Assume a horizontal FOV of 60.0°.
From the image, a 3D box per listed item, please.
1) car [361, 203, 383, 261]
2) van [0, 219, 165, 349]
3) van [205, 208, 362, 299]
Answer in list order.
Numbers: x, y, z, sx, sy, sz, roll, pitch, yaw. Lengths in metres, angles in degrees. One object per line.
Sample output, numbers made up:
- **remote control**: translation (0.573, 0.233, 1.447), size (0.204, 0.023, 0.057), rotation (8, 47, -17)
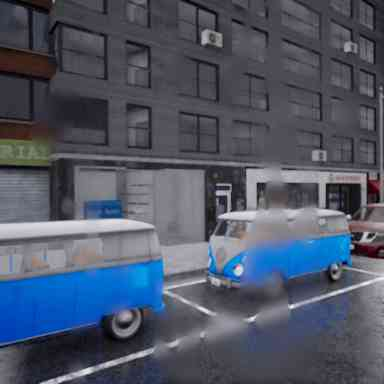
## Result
- **car**: translation (6.738, 1.304, 11.376), size (5.009, 1.841, 2.192), rotation (0, -1, -36)
- **van**: translation (-2.347, 1.341, 4.875), size (3.998, 1.788, 1.690), rotation (0, -1, -36)
- **van**: translation (2.196, 1.336, 8.125), size (3.998, 1.788, 1.690), rotation (0, -1, -36)
